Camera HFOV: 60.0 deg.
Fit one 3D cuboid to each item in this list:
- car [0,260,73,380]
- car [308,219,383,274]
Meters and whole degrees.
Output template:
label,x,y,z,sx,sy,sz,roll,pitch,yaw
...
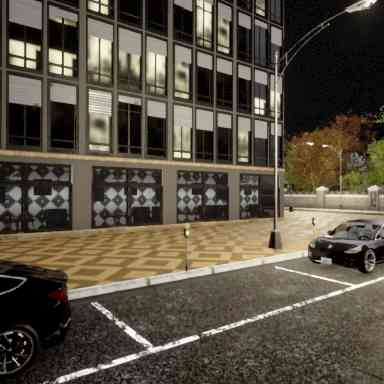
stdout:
label,x,y,z,sx,sy,sz,roll,pitch,yaw
car,-3.677,1.566,3.935,4.313,1.339,1.947,0,0,-36
car,5.551,1.563,10.623,4.313,1.339,1.947,0,0,-36
